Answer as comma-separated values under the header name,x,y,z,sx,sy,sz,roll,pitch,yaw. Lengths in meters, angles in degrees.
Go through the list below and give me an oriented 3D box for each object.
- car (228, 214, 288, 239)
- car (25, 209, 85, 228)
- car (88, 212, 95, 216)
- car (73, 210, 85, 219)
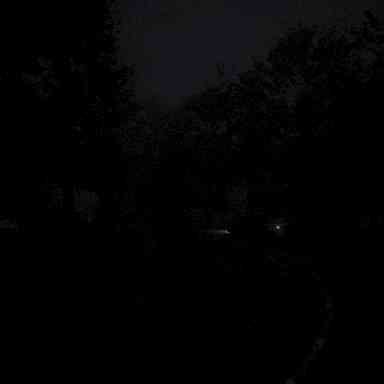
name,x,y,z,sx,sy,sz,roll,pitch,yaw
car,4.044,2.056,21.086,1.994,1.385,4.181,0,-1,-28
car,-12.257,2.224,28.899,5.008,1.535,1.882,0,-2,-5
car,-23.169,5.410,77.988,2.033,1.411,5.357,0,-6,-12
car,-27.279,5.489,80.569,2.150,2.045,5.566,0,-6,-12
